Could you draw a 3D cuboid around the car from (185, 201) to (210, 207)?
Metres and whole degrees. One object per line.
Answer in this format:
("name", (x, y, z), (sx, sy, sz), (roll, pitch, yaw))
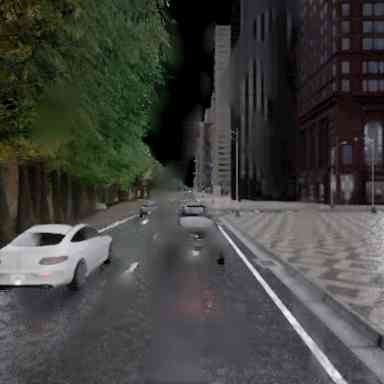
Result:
("car", (0.384, 1.474, 28.208), (2.128, 1.511, 4.902), (0, 0, 7))

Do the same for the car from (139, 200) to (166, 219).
("car", (-3.400, 1.474, 29.156), (2.128, 1.511, 4.902), (0, 0, 0))

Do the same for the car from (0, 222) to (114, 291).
("car", (-3.414, 1.516, 8.852), (1.812, 1.442, 4.674), (0, 0, 0))

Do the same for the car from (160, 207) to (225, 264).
("car", (0.092, 1.494, 11.800), (1.837, 1.490, 4.892), (0, 0, 0))
